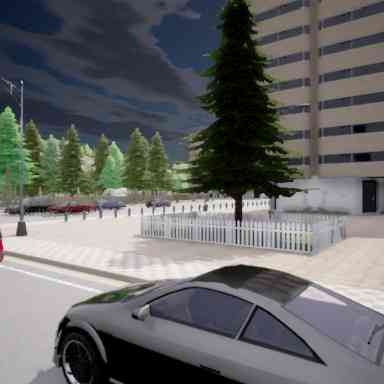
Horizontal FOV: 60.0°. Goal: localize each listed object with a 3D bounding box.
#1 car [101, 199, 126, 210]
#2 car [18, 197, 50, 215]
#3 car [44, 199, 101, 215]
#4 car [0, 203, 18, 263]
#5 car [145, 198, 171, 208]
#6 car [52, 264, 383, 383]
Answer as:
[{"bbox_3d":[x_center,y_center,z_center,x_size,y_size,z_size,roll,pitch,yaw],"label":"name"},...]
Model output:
[{"bbox_3d":[-10.650,1.579,41.431,2.033,1.411,5.357,0,0,35],"label":"car"},{"bbox_3d":[-16.228,1.384,33.595,2.097,1.767,4.553,0,0,35],"label":"car"},{"bbox_3d":[-11.865,1.629,33.298,1.895,1.301,4.718,0,0,35],"label":"car"},{"bbox_3d":[-7.366,1.233,9.196,5.566,2.045,2.150,0,0,36],"label":"car"},{"bbox_3d":[-4.958,1.596,49.400,1.994,1.385,4.181,0,0,36],"label":"car"},{"bbox_3d":[0.323,1.566,3.762,4.181,1.385,1.994,0,0,35],"label":"car"}]
